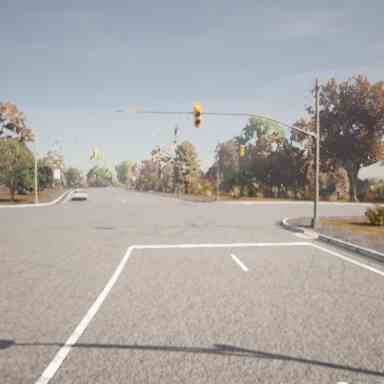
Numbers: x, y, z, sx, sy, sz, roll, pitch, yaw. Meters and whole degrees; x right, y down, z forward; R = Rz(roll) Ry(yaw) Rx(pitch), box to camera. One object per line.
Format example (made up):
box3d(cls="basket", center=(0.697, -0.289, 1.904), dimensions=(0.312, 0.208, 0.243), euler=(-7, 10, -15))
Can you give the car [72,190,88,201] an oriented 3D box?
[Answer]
box3d(cls="car", center=(-14.407, 0.461, 42.780), dimensions=(1.895, 1.301, 4.718), euler=(-1, 2, -17))
